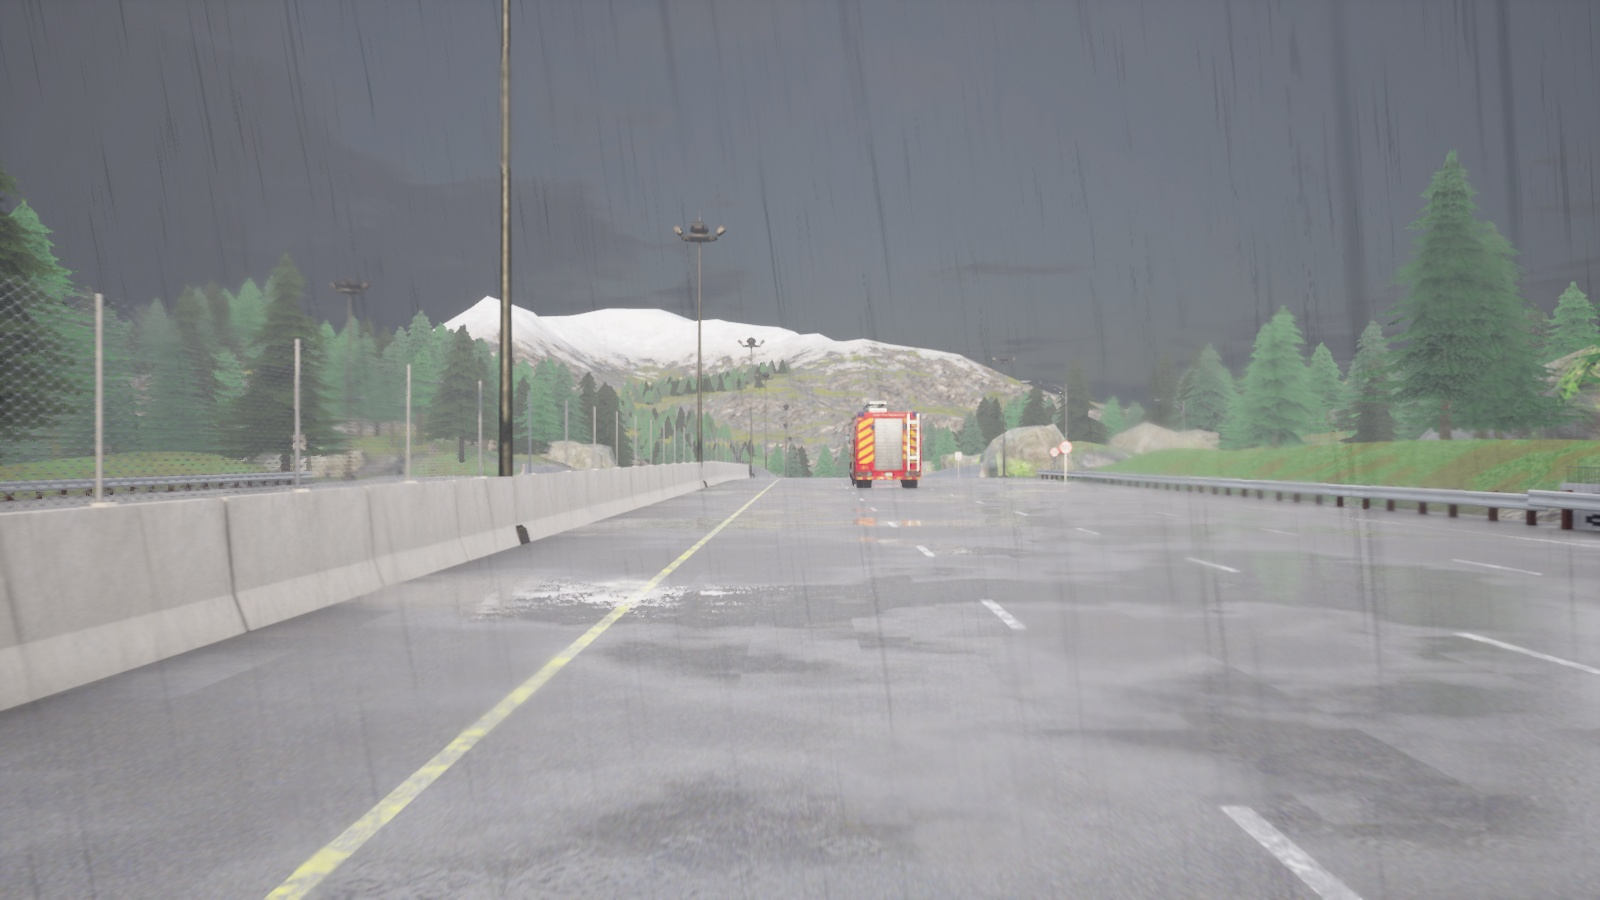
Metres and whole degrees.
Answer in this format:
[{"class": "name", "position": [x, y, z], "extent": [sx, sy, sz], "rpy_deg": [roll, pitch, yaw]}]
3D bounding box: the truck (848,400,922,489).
[{"class": "truck", "position": [3.850, -0.224, 58.717], "extent": [2.891, 3.827, 8.468], "rpy_deg": [0, 0, 0]}]
